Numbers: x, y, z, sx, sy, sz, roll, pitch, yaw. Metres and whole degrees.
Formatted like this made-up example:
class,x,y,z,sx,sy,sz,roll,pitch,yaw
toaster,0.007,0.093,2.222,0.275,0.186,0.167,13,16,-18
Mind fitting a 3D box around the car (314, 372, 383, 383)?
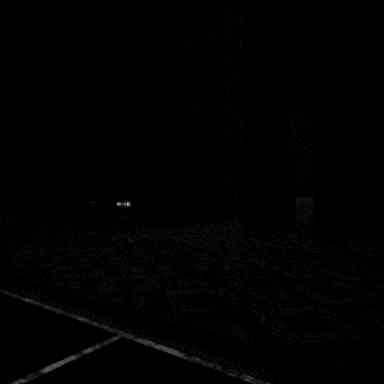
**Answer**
class,x,y,z,sx,sy,sz,roll,pitch,yaw
car,2.422,1.582,1.235,4.206,1.307,1.802,0,0,35
